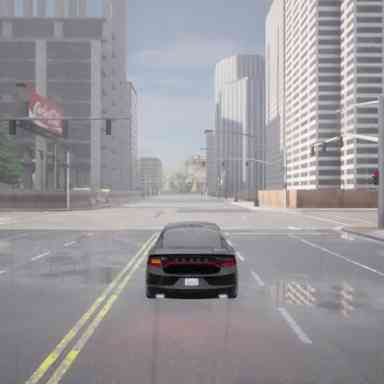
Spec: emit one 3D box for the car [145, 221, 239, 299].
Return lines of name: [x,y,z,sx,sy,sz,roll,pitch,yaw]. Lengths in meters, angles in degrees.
car: [0.001,1.478,8.499,1.882,1.535,5.008,0,0,0]
